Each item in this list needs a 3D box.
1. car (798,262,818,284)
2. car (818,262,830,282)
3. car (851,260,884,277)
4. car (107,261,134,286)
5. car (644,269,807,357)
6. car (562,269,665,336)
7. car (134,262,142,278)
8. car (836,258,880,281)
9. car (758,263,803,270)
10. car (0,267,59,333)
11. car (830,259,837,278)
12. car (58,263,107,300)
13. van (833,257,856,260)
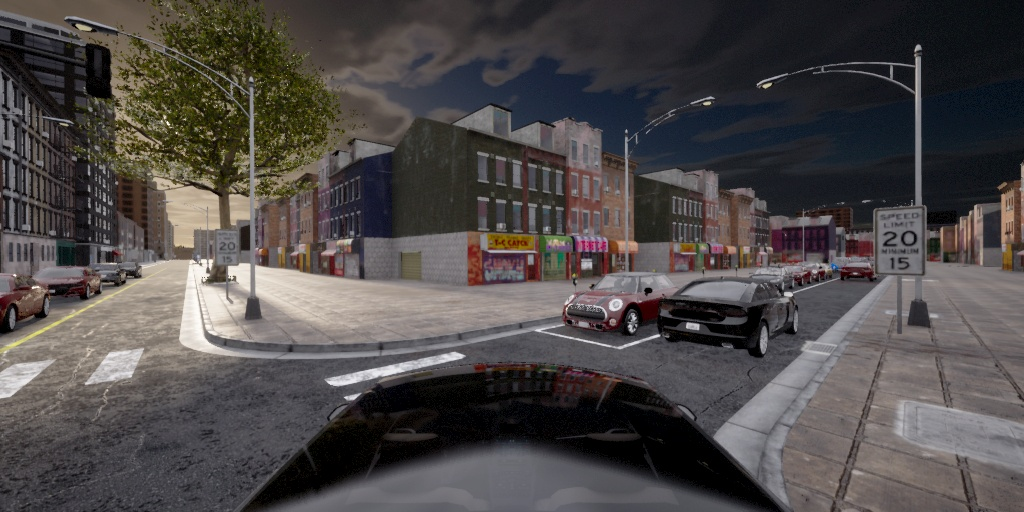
[{"bbox_3d":[19.426,1.283,24.891,4.507,1.381,1.888,0,0,-42],"label":"car"},{"bbox_3d":[23.464,1.175,28.527,4.097,1.591,1.967,0,0,-42],"label":"car"},{"bbox_3d":[35.987,1.218,36.251,4.902,1.511,2.128,0,0,-42],"label":"car"},{"bbox_3d":[-27.948,1.234,24.557,2.128,1.511,4.902,0,0,-42],"label":"car"},{"bbox_3d":[5.390,1.228,8.698,5.008,1.535,1.882,0,0,-42],"label":"car"},{"bbox_3d":[3.277,1.194,10.344,4.097,1.591,1.967,0,0,-42],"label":"car"},{"bbox_3d":[-34.864,1.243,32.340,1.837,1.490,4.892,0,0,-41],"label":"car"},{"bbox_3d":[28.473,1.207,29.420,5.008,1.535,1.882,0,0,-41],"label":"car"},{"bbox_3d":[15.389,1.292,21.254,4.403,1.370,2.007,0,0,-42],"label":"car"},{"bbox_3d":[-14.921,1.235,10.016,1.882,1.535,5.008,0,0,-42],"label":"car"},{"bbox_3d":[27.375,1.258,32.051,4.829,1.417,1.751,0,0,-42],"label":"car"},{"bbox_3d":[-21.258,1.226,17.079,1.882,1.535,5.008,0,0,-42],"label":"car"},{"bbox_3d":[39.613,1.070,43.075,3.998,1.789,1.690,0,0,-42],"label":"van"}]
